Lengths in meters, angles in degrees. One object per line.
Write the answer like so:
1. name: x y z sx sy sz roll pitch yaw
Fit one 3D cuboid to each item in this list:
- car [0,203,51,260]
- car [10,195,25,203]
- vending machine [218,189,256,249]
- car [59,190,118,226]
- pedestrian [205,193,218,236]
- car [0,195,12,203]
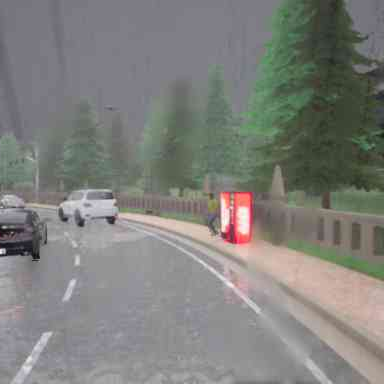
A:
1. car: -5.997 1.331 11.212 1.837 1.490 4.892 0 0 -20
2. car: -18.134 1.037 33.151 1.812 1.442 4.674 -1 1 -43
3. vending machine: 1.671 0.961 12.468 1.100 2.100 0.880 -1 1 -19
4. car: -6.513 0.912 20.575 2.150 2.045 5.566 0 -1 -36
5. pedestrian: 0.894 0.887 13.797 0.375 1.860 0.375 -1 1 -21
6. car: -15.995 1.167 25.740 2.033 1.411 5.357 -1 1 -42
